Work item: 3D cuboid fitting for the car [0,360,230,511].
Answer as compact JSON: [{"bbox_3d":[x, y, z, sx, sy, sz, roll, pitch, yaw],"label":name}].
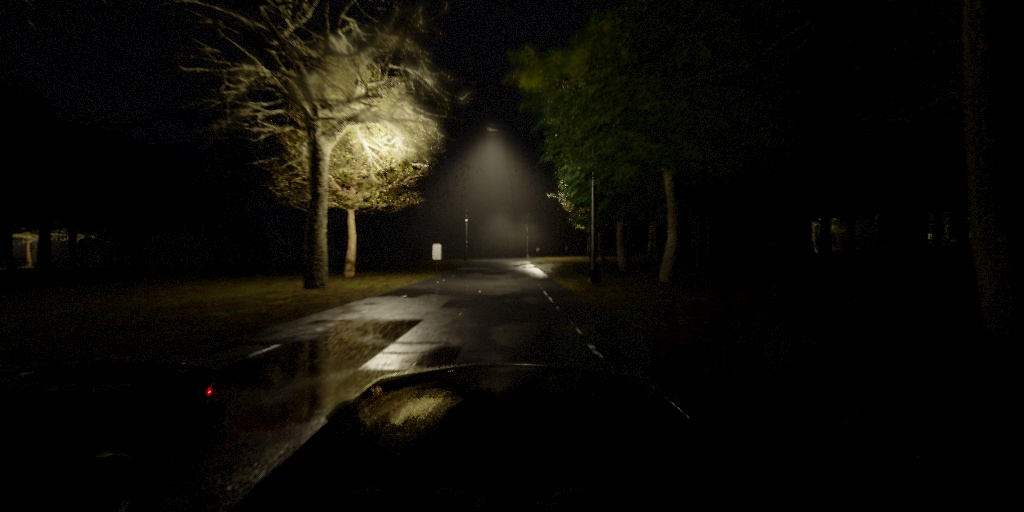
[{"bbox_3d":[-3.599,1.296,0.981,2.033,1.411,5.357,0,0,0],"label":"car"}]
